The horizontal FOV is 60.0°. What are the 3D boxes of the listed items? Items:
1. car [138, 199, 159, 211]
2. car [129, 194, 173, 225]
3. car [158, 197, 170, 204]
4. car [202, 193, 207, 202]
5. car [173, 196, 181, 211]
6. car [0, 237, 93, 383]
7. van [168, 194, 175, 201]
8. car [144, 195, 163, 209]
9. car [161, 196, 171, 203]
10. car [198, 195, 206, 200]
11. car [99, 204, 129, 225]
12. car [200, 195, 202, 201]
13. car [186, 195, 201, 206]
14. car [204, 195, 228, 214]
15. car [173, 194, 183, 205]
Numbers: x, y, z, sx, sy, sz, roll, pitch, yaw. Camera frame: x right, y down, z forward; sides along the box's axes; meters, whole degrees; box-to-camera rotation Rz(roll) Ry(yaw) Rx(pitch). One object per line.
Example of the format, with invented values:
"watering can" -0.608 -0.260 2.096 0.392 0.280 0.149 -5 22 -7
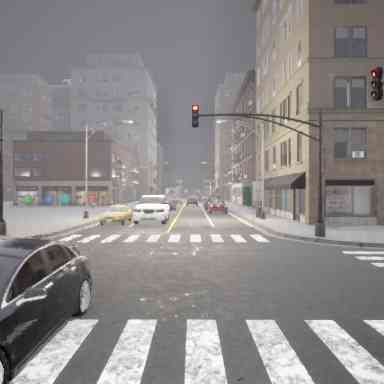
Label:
"car" -5.352 1.560 41.091 2.008 1.369 4.403 0 0 0
"car" -2.829 1.226 24.273 2.150 2.045 5.566 0 0 0
"car" -5.332 1.597 63.739 1.802 1.307 4.206 0 0 0
"car" 2.673 1.324 41.083 2.192 1.841 5.009 0 0 0
"car" -2.813 1.555 40.310 2.033 1.411 5.357 0 0 0
"car" -2.845 1.504 4.663 1.837 1.490 4.892 0 0 0
"van" -5.312 1.364 86.386 1.690 1.788 3.998 0 0 0
"car" -5.347 1.325 46.753 2.192 1.841 5.009 0 0 0
"car" -5.327 1.542 69.230 1.752 1.417 4.829 0 0 0
"car" 2.718 1.590 92.040 1.947 1.339 4.313 0 0 0
"car" -5.368 1.530 23.935 1.752 1.417 4.829 0 0 0
"car" 2.683 1.537 52.577 1.752 1.417 4.829 0 0 0
"car" 0.048 1.517 54.041 1.837 1.490 4.892 0 0 0
"car" 2.668 1.447 35.421 1.967 1.590 4.097 0 0 0
"car" -2.699 1.377 58.387 2.097 1.767 4.553 0 0 0
